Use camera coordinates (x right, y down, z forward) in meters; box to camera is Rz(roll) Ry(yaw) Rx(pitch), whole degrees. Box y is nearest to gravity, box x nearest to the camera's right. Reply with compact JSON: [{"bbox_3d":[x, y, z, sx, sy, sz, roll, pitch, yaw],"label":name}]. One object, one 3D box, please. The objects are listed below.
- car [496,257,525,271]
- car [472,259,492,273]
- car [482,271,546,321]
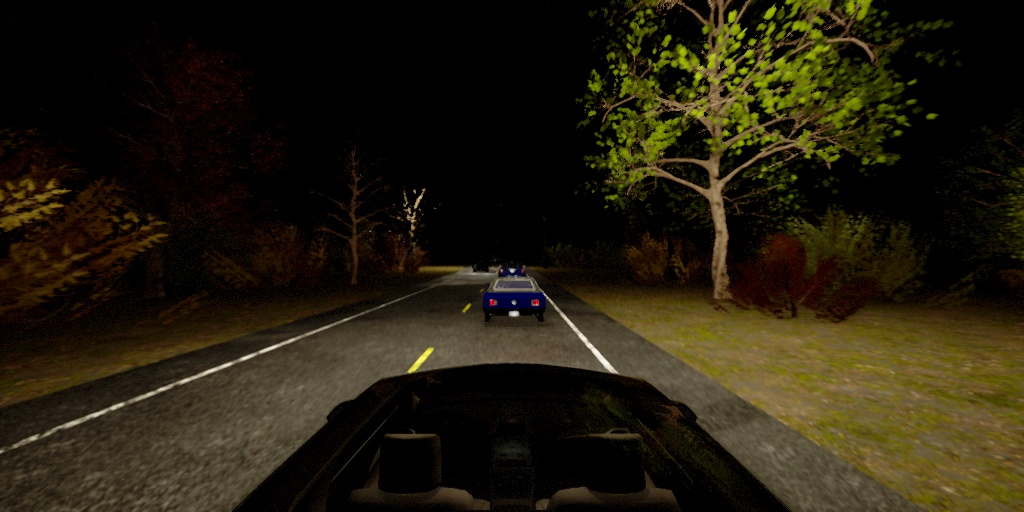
[{"bbox_3d":[0.015,1.165,28.927,2.097,1.767,4.553,0,0,0],"label":"car"},{"bbox_3d":[-3.854,1.340,45.137,1.837,1.490,4.892,0,0,-2],"label":"car"},{"bbox_3d":[0.068,1.376,12.518,1.895,1.301,4.718,0,0,0],"label":"car"}]
